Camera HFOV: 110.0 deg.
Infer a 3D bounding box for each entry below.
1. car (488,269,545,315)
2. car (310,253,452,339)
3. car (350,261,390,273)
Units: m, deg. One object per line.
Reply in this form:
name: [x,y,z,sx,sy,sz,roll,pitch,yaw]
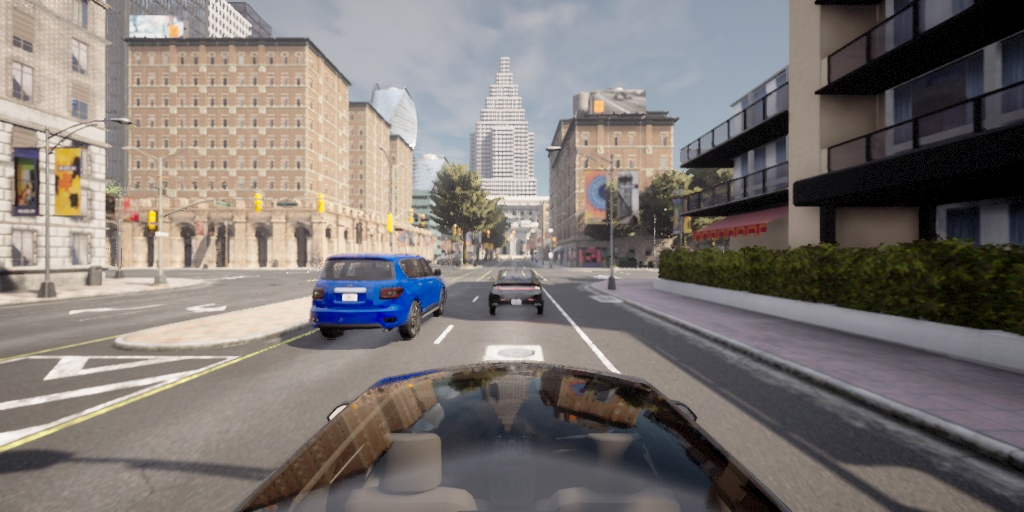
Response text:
car: [0.160,1.222,13.499,2.128,1.511,4.902,0,0,0]
car: [-3.367,0.957,10.168,2.150,2.045,5.566,0,0,0]
car: [-16.546,1.246,41.660,4.181,1.385,1.994,0,0,25]
